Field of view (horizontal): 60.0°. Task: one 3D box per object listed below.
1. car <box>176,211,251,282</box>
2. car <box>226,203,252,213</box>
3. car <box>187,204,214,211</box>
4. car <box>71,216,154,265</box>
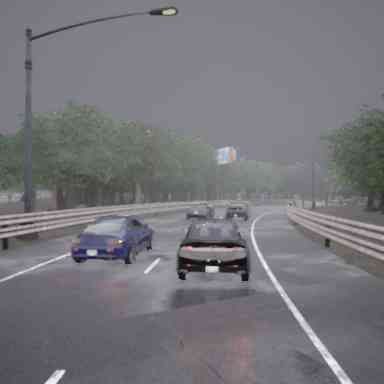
[{"bbox_3d":[0.683,1.537,9.919,2.128,1.511,4.902,0,0,5],"label":"car"},{"bbox_3d":[4.250,1.720,30.000,1.837,1.490,4.892,0,-1,15],"label":"car"},{"bbox_3d":[0.870,1.786,30.848,1.994,1.385,4.181,0,-1,15],"label":"car"},{"bbox_3d":[-2.631,1.580,11.838,1.812,1.442,4.674,0,0,6],"label":"car"}]
